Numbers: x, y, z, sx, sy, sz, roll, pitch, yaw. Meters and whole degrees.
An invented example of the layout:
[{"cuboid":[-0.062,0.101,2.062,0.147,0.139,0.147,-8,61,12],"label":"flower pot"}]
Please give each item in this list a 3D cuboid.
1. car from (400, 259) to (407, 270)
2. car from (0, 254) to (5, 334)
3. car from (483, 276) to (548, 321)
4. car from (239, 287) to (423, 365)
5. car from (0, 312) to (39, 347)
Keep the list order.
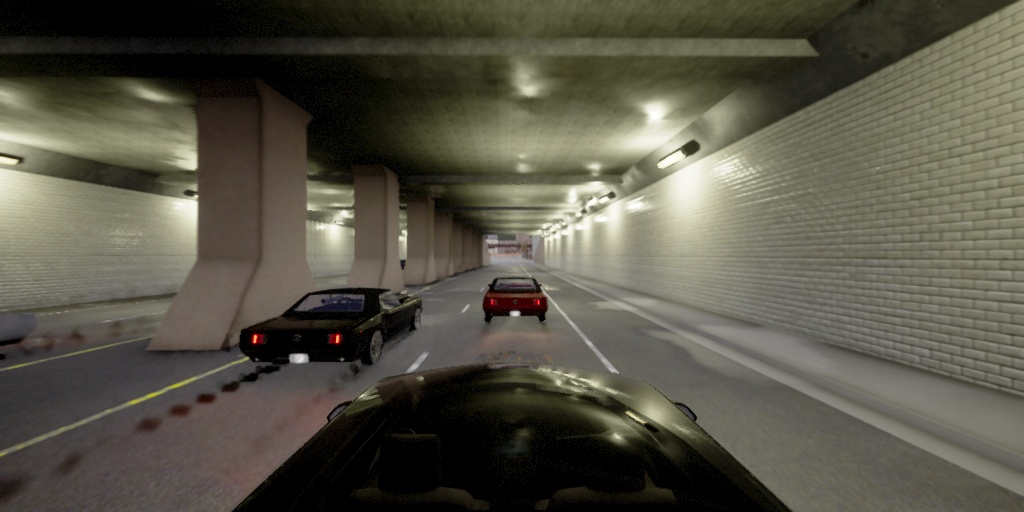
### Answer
[{"cuboid":[-14.048,1.184,47.516,1.882,1.535,5.008,0,0,0],"label":"car"},{"cuboid":[-14.098,0.963,6.424,2.150,2.045,5.566,0,0,0],"label":"car"},{"cuboid":[0.096,1.342,12.372,1.895,1.301,4.718,0,0,0],"label":"car"},{"cuboid":[-3.394,1.344,7.947,1.895,1.301,4.718,0,0,0],"label":"car"},{"cuboid":[-10.598,1.344,5.017,1.895,1.301,4.718,0,0,0],"label":"car"}]
